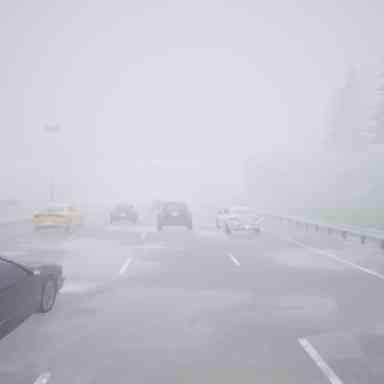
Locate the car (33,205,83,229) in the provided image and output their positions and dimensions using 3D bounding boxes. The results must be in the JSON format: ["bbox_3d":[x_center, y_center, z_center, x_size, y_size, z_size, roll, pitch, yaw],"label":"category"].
[{"bbox_3d":[-8.113,1.514,20.542,1.882,1.535,5.008,0,0,-6],"label":"car"}]

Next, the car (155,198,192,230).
[{"bbox_3d":[-1.216,1.375,21.690,2.097,1.767,4.553,0,0,-6],"label":"car"}]

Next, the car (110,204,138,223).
[{"bbox_3d":[-5.254,1.599,26.062,1.994,1.385,4.181,0,0,-7],"label":"car"}]

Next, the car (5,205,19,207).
[{"bbox_3d":[-21.754,1.588,39.109,1.837,1.490,4.892,0,-1,-11],"label":"car"}]

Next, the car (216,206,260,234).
[{"bbox_3d":[2.580,1.539,19.123,1.812,1.442,4.674,0,0,-5],"label":"car"}]

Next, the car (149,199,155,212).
[{"bbox_3d":[-4.066,1.551,40.333,1.837,1.490,4.892,0,0,-11],"label":"car"}]

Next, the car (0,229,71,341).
[{"bbox_3d":[-3.520,1.559,4.560,2.033,1.411,5.357,0,0,-2],"label":"car"}]
